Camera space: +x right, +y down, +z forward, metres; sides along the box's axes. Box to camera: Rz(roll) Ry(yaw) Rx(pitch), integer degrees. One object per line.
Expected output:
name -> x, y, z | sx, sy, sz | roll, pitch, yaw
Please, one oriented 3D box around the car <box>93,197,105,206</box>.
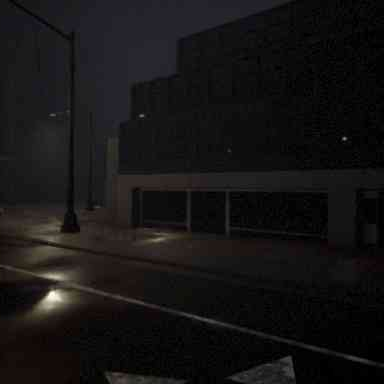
car -> -11.973, 1.285, 47.223 | 1.994, 1.385, 4.181 | 1, 0, 36
